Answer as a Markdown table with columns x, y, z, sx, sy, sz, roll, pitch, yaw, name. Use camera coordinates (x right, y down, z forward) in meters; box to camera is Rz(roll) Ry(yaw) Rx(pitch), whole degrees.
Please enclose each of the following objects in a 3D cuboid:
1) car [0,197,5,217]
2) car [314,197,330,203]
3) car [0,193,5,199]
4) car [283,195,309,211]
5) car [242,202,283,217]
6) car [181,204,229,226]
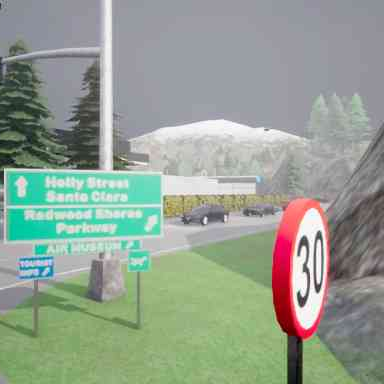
| x | y | z | sx | sy | sz | roll | pitch | yaw | name |
| --- | --- | --- | --- | --- | --- | --- | --- | --- | --- |
| -12.314 | 1.504 | 26.023 | 1.905 | 1.878 | 3.866 | 0 | 0 | 35 | car |
| 28.344 | 1.787 | 74.860 | 1.895 | 1.301 | 4.718 | 0 | 0 | -42 | car |
| -38.508 | 1.489 | 69.971 | 4.514 | 1.523 | 2.007 | 0 | 0 | 35 | car |
| 13.466 | 1.413 | 42.792 | 2.150 | 2.045 | 5.566 | 0 | 0 | 36 | car |
| 7.169 | 1.739 | 34.222 | 2.033 | 1.411 | 5.357 | 0 | 0 | 36 | car |
| 1.112 | 1.696 | 25.903 | 1.837 | 1.490 | 4.892 | 0 | 0 | 36 | car |
